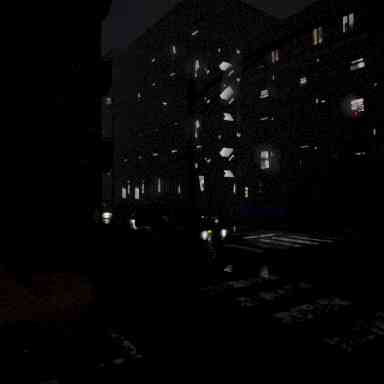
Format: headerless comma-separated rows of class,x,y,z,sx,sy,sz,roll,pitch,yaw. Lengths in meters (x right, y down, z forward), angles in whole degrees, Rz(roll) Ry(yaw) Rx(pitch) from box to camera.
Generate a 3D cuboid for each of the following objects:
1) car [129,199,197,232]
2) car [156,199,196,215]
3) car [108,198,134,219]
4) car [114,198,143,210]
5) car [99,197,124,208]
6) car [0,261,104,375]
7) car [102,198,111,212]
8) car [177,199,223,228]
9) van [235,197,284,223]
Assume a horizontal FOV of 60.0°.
car,-1.840,1.440,20.014,1.967,1.590,4.097,0,0,-36
car,-1.774,1.449,34.223,1.752,1.417,4.829,0,0,-36
car,-5.364,1.532,29.296,1.994,1.385,4.181,-1,0,-37
car,-8.310,1.463,43.260,1.887,1.381,4.507,-1,0,-36
car,-11.628,1.463,47.847,1.887,1.381,4.507,-1,0,-36
car,-3.575,1.525,4.018,4.829,1.417,1.752,0,0,-35
car,-11.350,1.439,37.597,1.882,1.535,5.008,-1,0,-36
car,0.028,1.472,21.847,2.128,1.511,4.902,-1,0,-36
van,4.961,1.280,24.910,1.690,1.788,3.998,0,0,-36
